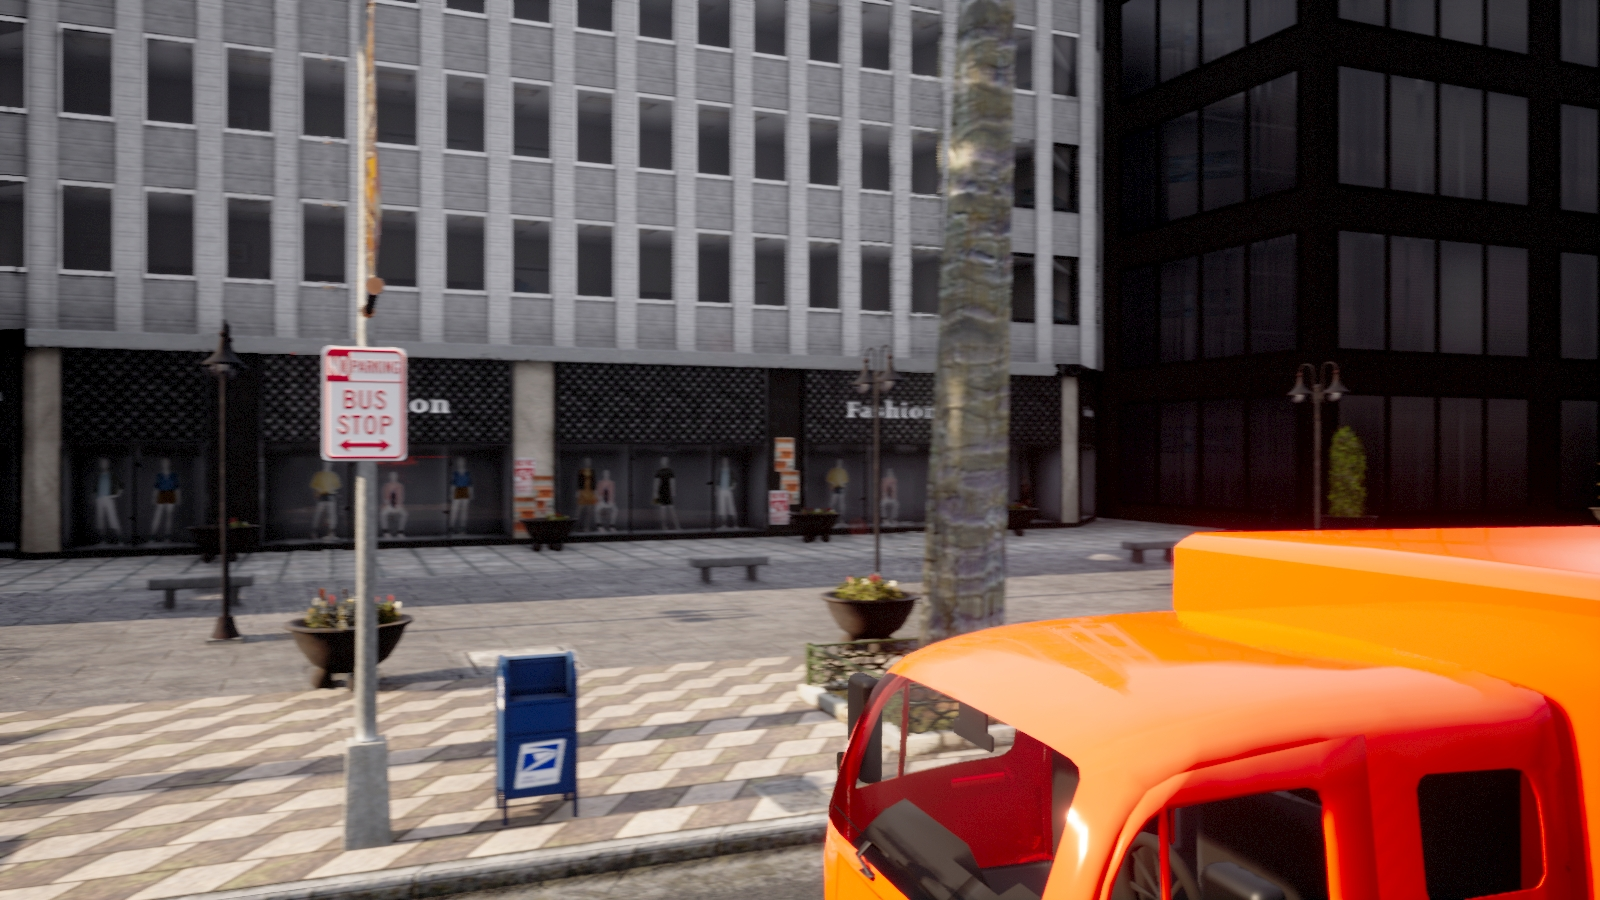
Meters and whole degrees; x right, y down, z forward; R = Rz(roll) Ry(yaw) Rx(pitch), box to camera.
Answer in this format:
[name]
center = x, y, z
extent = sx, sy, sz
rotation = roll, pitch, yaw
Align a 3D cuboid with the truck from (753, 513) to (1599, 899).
[truck]
center = 2.684, 1.566, 4.219
extent = 5.204, 2.467, 2.627
rotation = 0, 0, -18
